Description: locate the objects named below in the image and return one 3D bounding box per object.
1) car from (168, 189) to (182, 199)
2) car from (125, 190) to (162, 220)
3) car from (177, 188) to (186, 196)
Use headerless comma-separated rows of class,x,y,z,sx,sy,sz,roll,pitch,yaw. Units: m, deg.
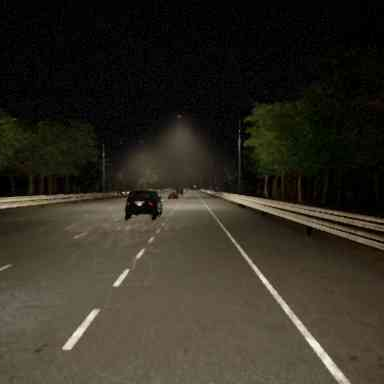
car,-3.485,0.668,63.808,1.812,1.442,4.674,0,1,0
car,-3.493,0.883,24.730,2.150,2.045,5.566,0,1,0
car,-3.478,0.004,93.540,2.150,2.045,5.566,0,1,0
